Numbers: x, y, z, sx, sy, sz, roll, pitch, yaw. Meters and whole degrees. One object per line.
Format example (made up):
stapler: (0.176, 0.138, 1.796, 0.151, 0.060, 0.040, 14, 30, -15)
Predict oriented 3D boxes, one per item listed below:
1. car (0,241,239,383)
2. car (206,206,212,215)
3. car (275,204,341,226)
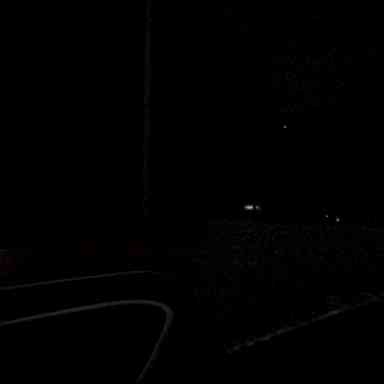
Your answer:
car: (-1.988, 1.315, 1.368, 5.009, 1.841, 2.192, 0, 1, -35)
car: (0.564, 2.122, 40.309, 1.994, 1.385, 4.181, 2, -2, -35)
car: (8.360, 1.671, 24.311, 2.128, 1.511, 4.902, 2, -2, -35)
